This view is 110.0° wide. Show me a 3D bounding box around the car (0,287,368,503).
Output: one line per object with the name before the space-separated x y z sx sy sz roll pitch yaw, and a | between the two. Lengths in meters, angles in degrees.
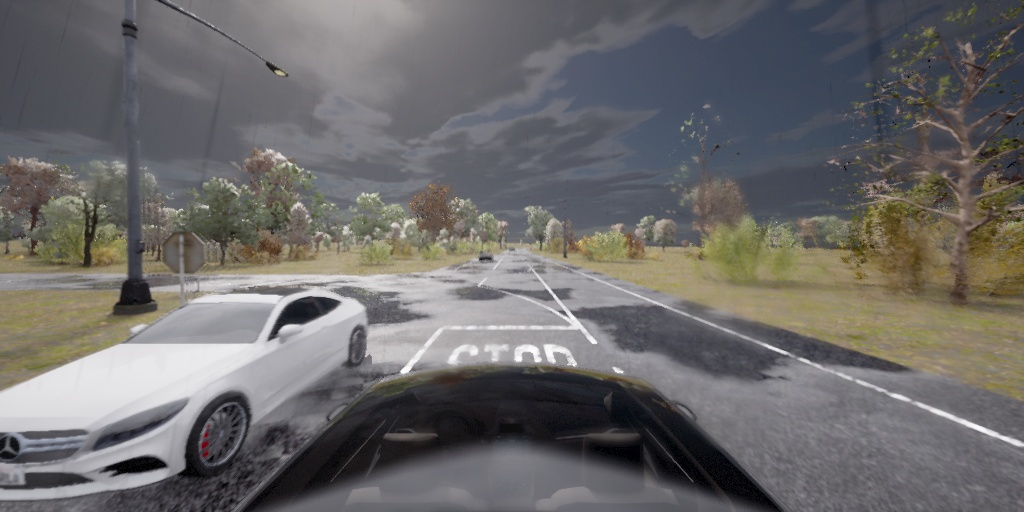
car | -3.507 1.199 4.794 1.812 1.442 4.674 0 1 0

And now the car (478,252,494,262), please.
car | -3.423 0.147 47.989 1.895 1.301 4.718 0 2 0
